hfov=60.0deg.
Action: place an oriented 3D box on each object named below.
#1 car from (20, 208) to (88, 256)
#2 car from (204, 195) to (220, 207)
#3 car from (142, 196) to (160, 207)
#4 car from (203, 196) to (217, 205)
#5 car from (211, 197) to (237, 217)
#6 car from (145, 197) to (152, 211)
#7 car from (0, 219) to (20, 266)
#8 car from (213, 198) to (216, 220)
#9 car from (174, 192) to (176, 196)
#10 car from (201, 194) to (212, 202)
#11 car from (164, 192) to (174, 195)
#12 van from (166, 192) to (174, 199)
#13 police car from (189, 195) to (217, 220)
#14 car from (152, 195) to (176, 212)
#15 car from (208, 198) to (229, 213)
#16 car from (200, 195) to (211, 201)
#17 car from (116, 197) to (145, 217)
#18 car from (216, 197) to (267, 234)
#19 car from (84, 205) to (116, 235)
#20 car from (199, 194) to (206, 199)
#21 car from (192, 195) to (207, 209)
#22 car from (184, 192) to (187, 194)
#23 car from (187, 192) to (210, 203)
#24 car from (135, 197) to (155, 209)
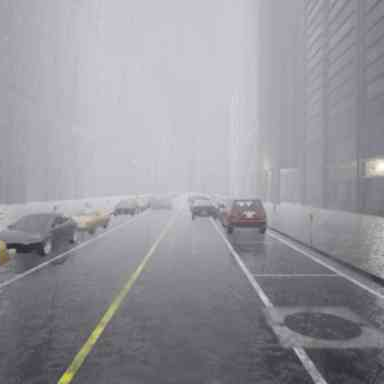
[{"bbox_3d":[-5.755,1.498,12.748,1.947,1.339,4.313,0,0,0],"label":"car"},{"bbox_3d":[2.790,1.203,46.810,1.967,1.590,4.097,0,0,0],"label":"car"},{"bbox_3d":[-5.735,1.329,46.812,1.947,1.339,4.313,0,0,0],"label":"car"},{"bbox_3d":[2.793,1.303,52.489,1.947,1.339,4.313,0,0,0],"label":"car"},{"bbox_3d":[2.780,1.284,29.778,1.967,1.590,4.097,0,0,0],"label":"car"},{"bbox_3d":[-5.742,1.343,35.287,1.752,1.417,4.829,0,0,0],"label":"car"},{"bbox_3d":[-5.759,1.488,6.900,1.752,1.417,4.829,0,0,0],"label":"car"},{"bbox_3d":[2.777,1.397,24.271,1.752,1.417,4.829,0,0,0],"label":"car"},{"bbox_3d":[-5.715,1.160,80.875,2.008,1.369,4.403,0,0,0],"label":"car"},{"bbox_3d":[2.800,1.125,63.843,1.967,1.590,4.097,0,0,0],"label":"car"},{"bbox_3d":[-5.718,1.075,75.197,1.967,1.590,4.097,0,0,0],"label":"car"},{"bbox_3d":[-5.712,0.925,86.552,1.690,1.788,3.998,0,0,0],"label":"van"},{"bbox_3d":[0.916,1.285,26.741,1.930,1.638,5.238,0,0,0],"label":"police car"},{"bbox_3d":[-3.073,1.379,35.796,1.994,1.385,4.181,0,0,0],"label":"car"},{"bbox_3d":[2.783,1.361,35.456,1.887,1.381,4.507,0,0,0],"label":"car"},{"bbox_3d":[2.803,1.226,69.521,1.947,1.339,4.313,0,0,0],"label":"car"},{"bbox_3d":[-5.745,1.389,29.780,1.887,1.381,4.507,0,0,0],"label":"car"},{"bbox_3d":[2.773,1.217,18.422,2.192,1.841,5.009,0,0,0],"label":"car"},{"bbox_3d":[-5.752,1.428,18.254,1.752,1.417,4.829,0,0,0],"label":"car"},{"bbox_3d":[2.817,1.141,92.232,1.802,1.307,4.206,0,0,0],"label":"car"},{"bbox_3d":[0.925,1.237,42.821,1.801,1.575,5.366,0,0,0],"label":"car"},{"bbox_3d":[0.037,1.188,61.367,2.128,1.511,4.902,0,0,0],"label":"car"},{"bbox_3d":[0.788,1.163,36.585,2.097,1.767,4.553,0,0,-1],"label":"car"},{"bbox_3d":[-5.738,1.334,41.134,1.887,1.381,4.507,0,0,0],"label":"car"}]
